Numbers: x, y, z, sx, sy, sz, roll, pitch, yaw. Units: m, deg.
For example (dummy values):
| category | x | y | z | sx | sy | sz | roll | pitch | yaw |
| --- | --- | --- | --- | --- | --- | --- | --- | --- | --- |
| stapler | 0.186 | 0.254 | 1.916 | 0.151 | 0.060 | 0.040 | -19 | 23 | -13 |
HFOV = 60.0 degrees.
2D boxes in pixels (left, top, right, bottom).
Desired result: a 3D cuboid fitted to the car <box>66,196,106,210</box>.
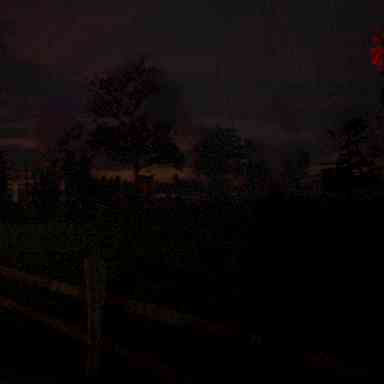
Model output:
| category | x | y | z | sx | sy | sz | roll | pitch | yaw |
| --- | --- | --- | --- | --- | --- | --- | --- | --- | --- |
| car | -12.408 | 1.313 | 38.874 | 1.837 | 1.490 | 4.892 | 0 | 1 | 37 |

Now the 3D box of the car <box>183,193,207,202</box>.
| category | x | y | z | sx | sy | sz | roll | pitch | yaw |
| --- | --- | --- | --- | --- | --- | --- | --- | --- | --- |
| car | 0.489 | 0.919 | 56.083 | 1.882 | 1.535 | 5.008 | 0 | 0 | 37 |
